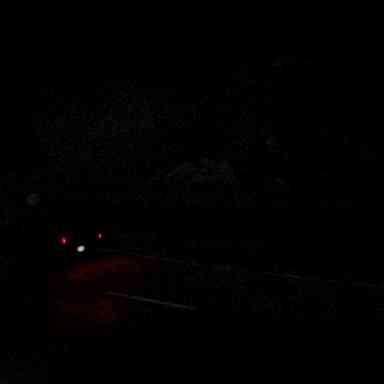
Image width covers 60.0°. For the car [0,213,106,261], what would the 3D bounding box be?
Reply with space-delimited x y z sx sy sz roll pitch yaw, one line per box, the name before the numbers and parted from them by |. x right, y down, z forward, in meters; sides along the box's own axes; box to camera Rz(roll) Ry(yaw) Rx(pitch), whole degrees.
car | -5.175 1.377 11.312 4.718 1.301 1.895 1 1 35
